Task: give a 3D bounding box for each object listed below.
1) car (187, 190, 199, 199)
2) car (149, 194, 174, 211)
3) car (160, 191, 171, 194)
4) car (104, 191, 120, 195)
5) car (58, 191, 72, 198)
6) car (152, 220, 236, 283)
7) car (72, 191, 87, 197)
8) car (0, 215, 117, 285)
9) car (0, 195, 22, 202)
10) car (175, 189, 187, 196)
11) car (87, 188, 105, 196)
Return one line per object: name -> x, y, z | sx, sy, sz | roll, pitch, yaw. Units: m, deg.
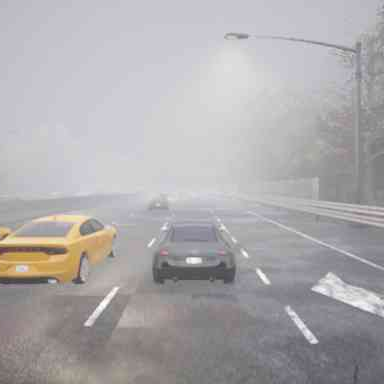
car -> 0.367, 0.777, 68.485 | 1.812, 1.442, 4.674 | 0, 1, 0
car -> -3.310, 1.193, 34.445 | 1.994, 1.385, 4.181 | 0, 1, 0
car -> -6.579, 0.635, 78.377 | 1.882, 1.535, 5.008 | 0, 1, 0
car -> -17.108, 0.468, 72.941 | 1.882, 1.535, 5.008 | 0, 1, 0
car -> -27.419, 0.549, 72.998 | 2.033, 1.411, 5.357 | 0, 1, 2
car -> 0.053, 1.460, 9.342 | 1.994, 1.385, 4.181 | 0, 1, 0
car -> -24.108, 0.528, 72.979 | 1.812, 1.442, 4.674 | 0, 1, 0
car -> -3.449, 1.382, 9.250 | 1.882, 1.535, 5.008 | 0, 1, 0
car -> -17.401, 1.234, 31.572 | 2.033, 1.411, 5.357 | 0, 1, 1
car -> -2.992, 0.473, 94.714 | 1.837, 1.490, 4.892 | 0, 1, 0
car -> -20.609, 0.222, 72.927 | 2.150, 2.045, 5.566 | 0, 1, 0
